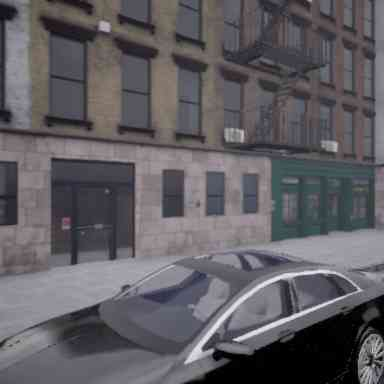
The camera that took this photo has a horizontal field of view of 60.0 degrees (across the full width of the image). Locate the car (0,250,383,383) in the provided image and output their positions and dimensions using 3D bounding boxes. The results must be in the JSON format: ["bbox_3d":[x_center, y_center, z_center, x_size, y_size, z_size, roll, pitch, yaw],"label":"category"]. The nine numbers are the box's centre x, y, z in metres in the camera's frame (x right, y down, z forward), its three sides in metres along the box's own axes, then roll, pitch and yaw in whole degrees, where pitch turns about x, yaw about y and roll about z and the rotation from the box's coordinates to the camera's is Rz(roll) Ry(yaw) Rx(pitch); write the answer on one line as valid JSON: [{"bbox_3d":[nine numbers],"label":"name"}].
[{"bbox_3d":[0.352,1.490,3.630,4.902,1.511,2.128,0,0,-36],"label":"car"}]
